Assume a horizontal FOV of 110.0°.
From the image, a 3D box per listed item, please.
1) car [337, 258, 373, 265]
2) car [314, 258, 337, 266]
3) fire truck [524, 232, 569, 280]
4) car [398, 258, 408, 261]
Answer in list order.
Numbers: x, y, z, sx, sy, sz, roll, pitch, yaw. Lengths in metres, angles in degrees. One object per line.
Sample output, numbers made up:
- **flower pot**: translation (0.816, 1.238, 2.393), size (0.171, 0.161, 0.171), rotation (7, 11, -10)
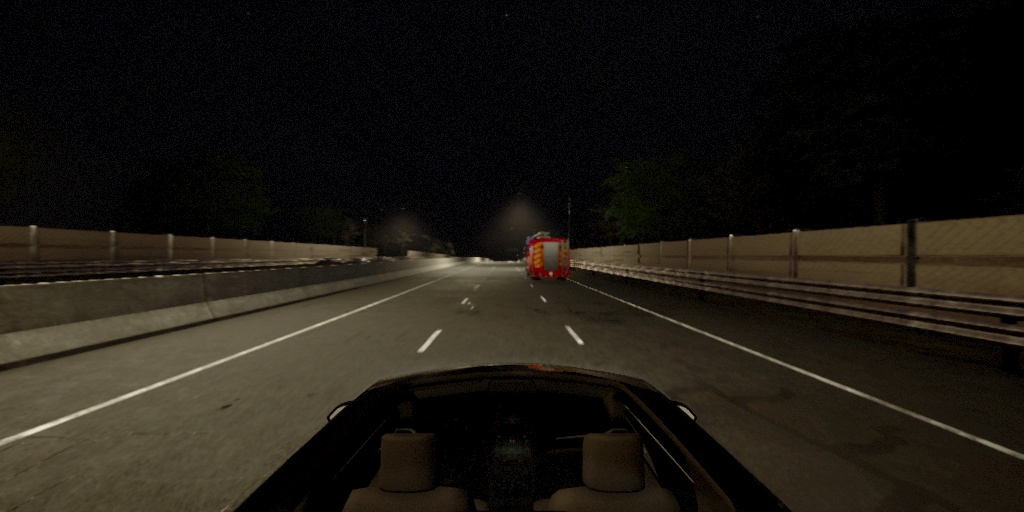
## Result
- **car**: translation (-18.374, 0.985, 42.980), size (2.033, 1.411, 5.357), rotation (1, 0, 0)
- **car**: translation (-21.877, 0.971, 42.945), size (1.994, 1.385, 4.181), rotation (1, 0, -1)
- **fire truck**: translation (2.924, 0.030, 31.570), size (2.891, 3.827, 8.468), rotation (1, 0, -1)
- **car**: translation (-14.968, 1.000, 48.923), size (2.033, 1.411, 5.357), rotation (1, 0, 0)
